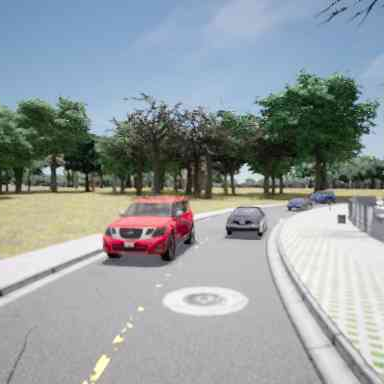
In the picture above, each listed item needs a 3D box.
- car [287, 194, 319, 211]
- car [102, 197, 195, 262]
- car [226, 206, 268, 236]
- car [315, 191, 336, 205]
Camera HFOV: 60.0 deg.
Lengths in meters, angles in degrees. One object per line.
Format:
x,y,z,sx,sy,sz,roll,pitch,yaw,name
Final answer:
12.395,1.327,37.790,2.033,1.411,5.357,-1,0,34,car
-1.338,1.221,12.688,2.150,2.045,5.566,0,0,12,car
3.129,1.501,18.385,2.033,1.411,5.357,0,0,16,car
20.200,0.828,51.422,5.566,2.045,2.150,-1,0,-43,car
